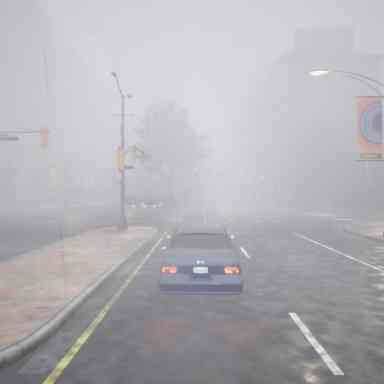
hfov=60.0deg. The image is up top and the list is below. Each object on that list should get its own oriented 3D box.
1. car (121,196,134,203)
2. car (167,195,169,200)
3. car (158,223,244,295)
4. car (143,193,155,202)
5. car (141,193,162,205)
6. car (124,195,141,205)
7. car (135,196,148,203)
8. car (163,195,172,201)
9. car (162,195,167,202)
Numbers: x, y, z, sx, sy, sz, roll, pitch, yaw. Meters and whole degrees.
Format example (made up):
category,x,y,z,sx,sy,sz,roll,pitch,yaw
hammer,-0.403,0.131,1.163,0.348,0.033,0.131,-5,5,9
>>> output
category,x,y,z,sx,sy,sz,roll,pitch,yaw
car,-13.491,1.595,69.781,1.895,1.301,4.718,0,0,1
car,-6.618,1.525,76.487,2.128,1.511,4.902,0,0,1
car,0.225,1.547,8.891,2.033,1.411,5.357,0,0,1
car,-10.079,1.225,78.678,2.150,2.045,5.566,0,0,1
car,-7.037,1.352,57.941,2.097,1.767,4.553,0,0,1
car,-10.537,1.352,57.817,2.097,1.767,4.553,0,0,1
car,-10.281,1.505,67.992,1.837,1.490,4.892,0,0,1
car,-6.434,1.478,86.581,1.882,1.535,5.008,0,0,1
car,-6.824,1.352,66.713,2.097,1.767,4.553,0,0,1
